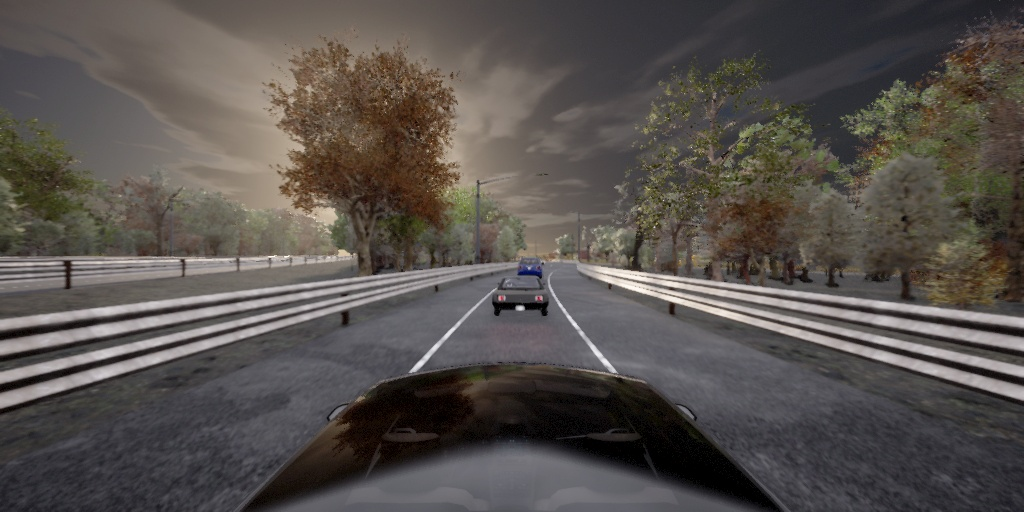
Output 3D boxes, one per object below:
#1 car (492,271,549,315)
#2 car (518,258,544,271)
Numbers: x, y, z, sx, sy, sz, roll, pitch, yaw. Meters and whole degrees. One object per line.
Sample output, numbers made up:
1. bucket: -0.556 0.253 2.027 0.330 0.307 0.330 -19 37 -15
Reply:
1. car: 0.363 1.426 13.948 1.895 1.301 4.718 0 0 2
2. car: 1.795 1.184 33.949 2.150 2.045 5.566 0 0 6
